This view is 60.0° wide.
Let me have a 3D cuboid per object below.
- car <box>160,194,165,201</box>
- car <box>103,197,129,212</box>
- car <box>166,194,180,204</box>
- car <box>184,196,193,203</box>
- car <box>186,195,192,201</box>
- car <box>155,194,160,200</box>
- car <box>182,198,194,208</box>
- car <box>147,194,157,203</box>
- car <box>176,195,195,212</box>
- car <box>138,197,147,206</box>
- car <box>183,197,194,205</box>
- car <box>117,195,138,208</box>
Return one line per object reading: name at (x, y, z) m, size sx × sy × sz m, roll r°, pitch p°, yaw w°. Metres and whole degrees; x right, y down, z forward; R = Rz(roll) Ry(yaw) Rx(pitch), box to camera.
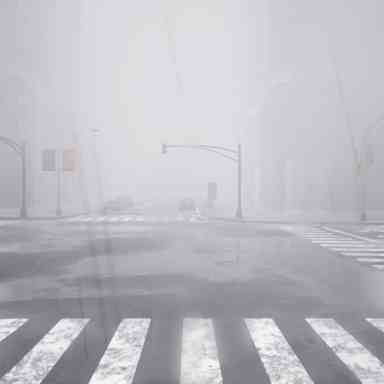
car at (-9.365, 1.686, 93.268) m, size 1.887 × 1.381 × 4.507 m, roll 0°, pitch 0°, yaw 0°
car at (-9.083, 1.570, 39.009) m, size 1.947 × 1.339 × 4.313 m, roll 0°, pitch 0°, yaw 0°
car at (-3.456, 1.665, 65.661) m, size 1.895 × 1.301 × 4.718 m, roll 0°, pitch 0°, yaw 0°
car at (-0.728, 1.605, 71.770) m, size 1.752 × 1.417 × 4.829 m, roll 0°, pitch 0°, yaw 0°
car at (-0.841, 1.686, 93.300) m, size 1.887 × 1.381 × 4.507 m, roll 0°, pitch 0°, yaw 0°
car at (-9.281, 1.409, 76.991) m, size 2.192 × 1.841 × 5.009 m, roll 0°, pitch 0°, yaw 0°
car at (-0.615, 1.609, 49.900) m, size 1.802 × 1.307 × 4.206 m, roll 0°, pitch 0°, yaw 0°
car at (-9.252, 1.661, 71.565) m, size 1.802 × 1.307 × 4.206 m, roll 0°, pitch 0°, yaw 0°
car at (-0.559, 1.444, 39.051) m, size 1.967 × 1.590 × 4.097 m, roll 0°, pitch 0°, yaw 0°
car at (-9.167, 1.564, 55.117) m, size 1.752 × 1.417 × 4.829 m, roll 0°, pitch 0°, yaw 0°
car at (-0.671, 1.597, 60.750) m, size 1.887 × 1.381 × 4.507 m, roll 0°, pitch 0°, yaw 0°
car at (-9.112, 1.330, 44.436) m, size 2.192 × 1.841 × 5.009 m, roll 0°, pitch 0°, yaw 0°
